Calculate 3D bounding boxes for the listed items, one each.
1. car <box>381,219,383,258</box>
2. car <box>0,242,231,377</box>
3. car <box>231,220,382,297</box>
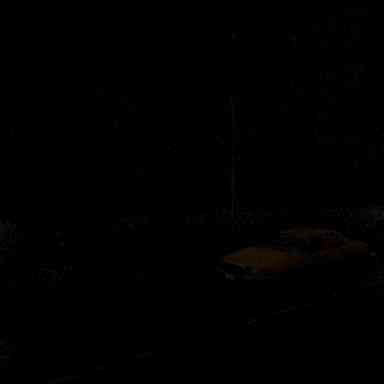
[{"bbox_3d":[7.521,1.625,11.998,4.313,1.339,1.947,0,0,-35],"label":"car"},{"bbox_3d":[-1.672,1.574,5.459,4.313,1.339,1.947,0,0,-35],"label":"car"},{"bbox_3d":[2.786,1.558,8.630,4.829,1.417,1.752,0,0,-35],"label":"car"}]
